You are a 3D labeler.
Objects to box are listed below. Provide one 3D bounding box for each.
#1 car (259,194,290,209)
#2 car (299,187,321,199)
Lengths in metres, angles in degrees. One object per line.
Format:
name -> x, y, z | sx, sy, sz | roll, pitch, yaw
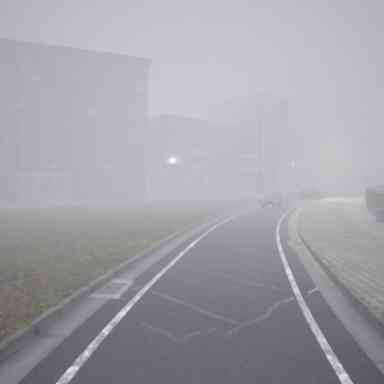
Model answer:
car -> 7.726, 0.813, 30.747 | 1.895, 1.301, 4.718 | 1, 3, 27
car -> 15.622, 0.110, 44.240 | 1.812, 1.442, 4.674 | 1, 3, 35
